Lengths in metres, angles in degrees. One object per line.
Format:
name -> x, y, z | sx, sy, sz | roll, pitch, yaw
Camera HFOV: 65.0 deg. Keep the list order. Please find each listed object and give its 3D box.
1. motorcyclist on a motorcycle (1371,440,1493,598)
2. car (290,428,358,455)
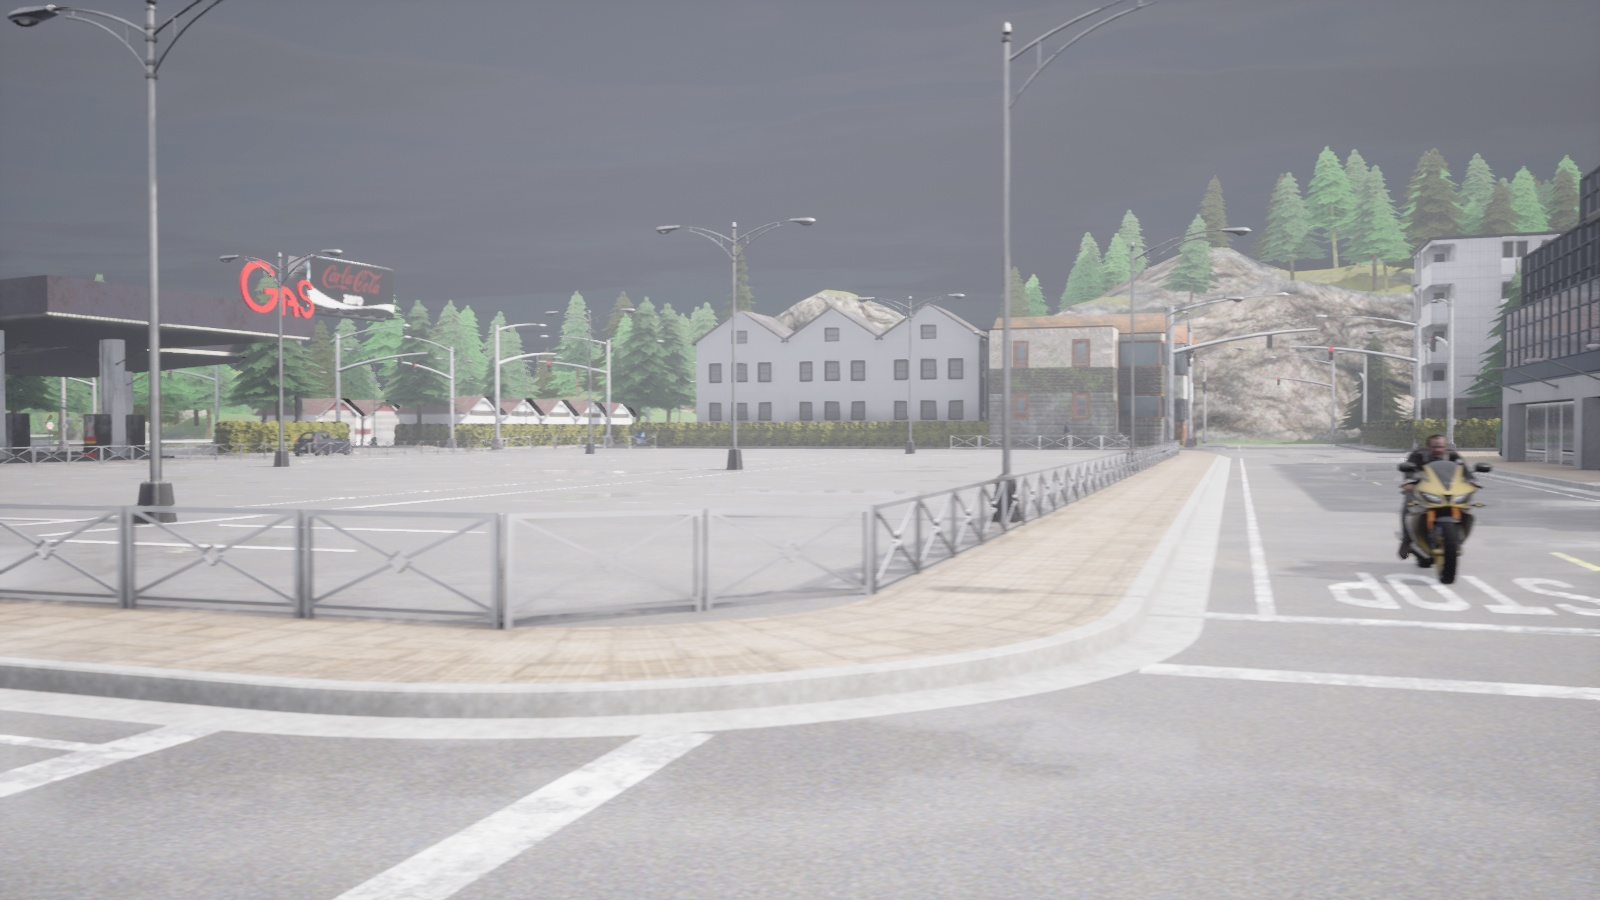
motorcyclist on a motorcycle -> 6.679, 0.663, 13.383 | 0.866, 1.530, 2.191 | 1, 0, 19
car -> -28.020, -0.513, 73.971 | 1.845, 1.501, 3.633 | 1, 1, 19
